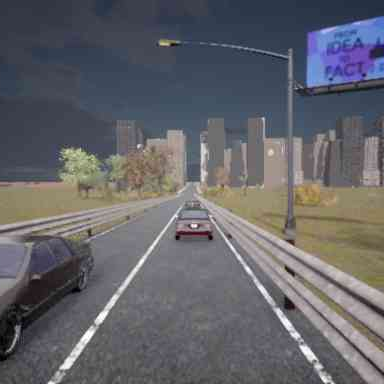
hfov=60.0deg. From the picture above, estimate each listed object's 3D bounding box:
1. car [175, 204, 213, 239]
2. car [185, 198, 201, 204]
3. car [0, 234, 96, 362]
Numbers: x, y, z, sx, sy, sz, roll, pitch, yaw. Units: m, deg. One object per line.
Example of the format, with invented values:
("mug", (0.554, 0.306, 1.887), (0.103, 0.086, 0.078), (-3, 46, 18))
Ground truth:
("car", (0.097, 1.557, 17.324), (2.033, 1.411, 5.357), (0, 0, 0))
("car", (0.092, 1.514, 42.825), (2.128, 1.511, 4.902), (0, 0, 0))
("car", (-3.341, 1.551, 6.151), (2.033, 1.411, 5.357), (0, 0, 0))
